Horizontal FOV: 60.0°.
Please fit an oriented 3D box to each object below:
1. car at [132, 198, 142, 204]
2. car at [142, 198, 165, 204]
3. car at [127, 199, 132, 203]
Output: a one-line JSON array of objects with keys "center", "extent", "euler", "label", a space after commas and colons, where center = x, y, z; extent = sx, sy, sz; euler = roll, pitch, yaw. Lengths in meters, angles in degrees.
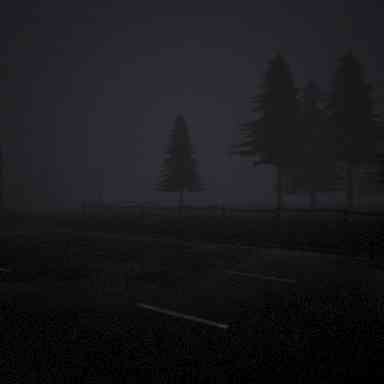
[{"center": [-11.541, 2.120, 81.739], "extent": [2.128, 1.511, 4.902], "euler": [-1, 0, 35], "label": "car"}, {"center": [-8.710, 2.098, 79.681], "extent": [2.033, 1.411, 5.357], "euler": [-1, 0, 35], "label": "car"}, {"center": [-14.372, 2.156, 83.796], "extent": [1.812, 1.442, 4.674], "euler": [-1, 0, 35], "label": "car"}]
